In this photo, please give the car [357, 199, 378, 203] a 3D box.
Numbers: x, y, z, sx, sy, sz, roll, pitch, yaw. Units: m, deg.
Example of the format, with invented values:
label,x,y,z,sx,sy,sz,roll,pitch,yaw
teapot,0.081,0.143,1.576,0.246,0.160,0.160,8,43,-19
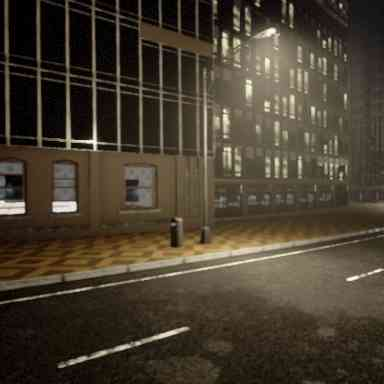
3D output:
label,x,y,z,sx,sy,sz,roll,pitch,yaw
car,39.589,1.932,74.987,1.802,1.307,4.206,0,0,-44
